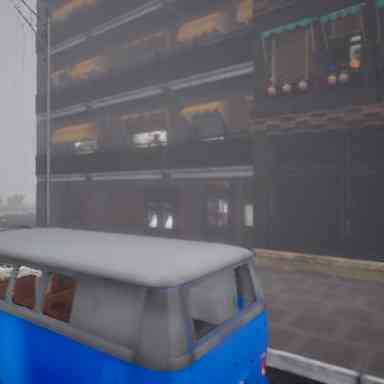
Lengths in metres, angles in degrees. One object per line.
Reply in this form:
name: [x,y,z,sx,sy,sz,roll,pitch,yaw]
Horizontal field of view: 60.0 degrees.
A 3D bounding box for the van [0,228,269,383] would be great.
van: [-1.174,1.371,3.691,3.998,1.788,1.690,-1,0,35]
